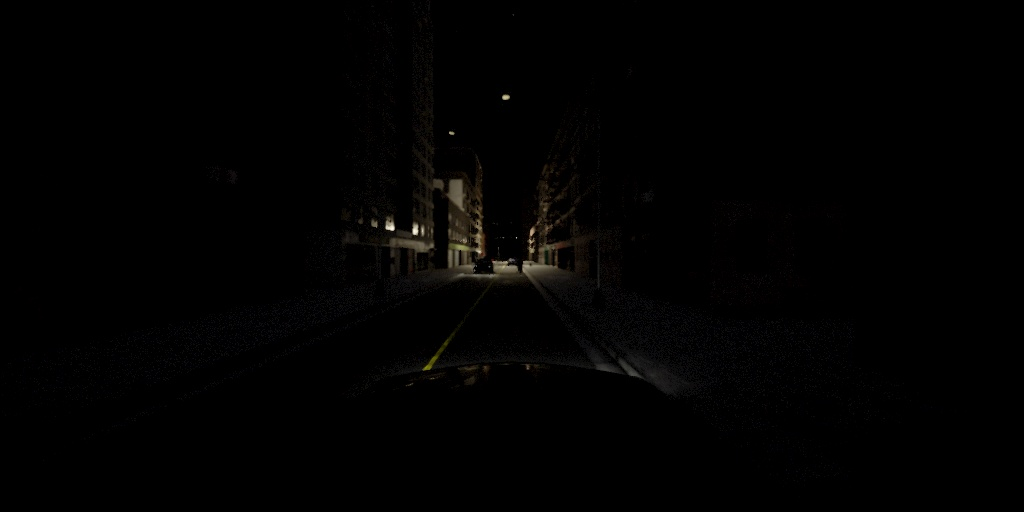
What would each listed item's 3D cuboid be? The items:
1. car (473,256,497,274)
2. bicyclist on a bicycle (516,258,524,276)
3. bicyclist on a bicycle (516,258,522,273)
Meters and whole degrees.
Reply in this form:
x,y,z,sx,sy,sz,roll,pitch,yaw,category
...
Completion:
x,y,z,sx,sy,sz,roll,pitch,yaw,category
-3.081,1.068,39.781,2.097,1.767,4.553,0,0,0,car
0.829,1.092,34.602,0.659,1.776,1.843,0,0,0,bicyclist on a bicycle
0.830,1.086,43.603,0.659,1.776,1.843,0,0,0,bicyclist on a bicycle
